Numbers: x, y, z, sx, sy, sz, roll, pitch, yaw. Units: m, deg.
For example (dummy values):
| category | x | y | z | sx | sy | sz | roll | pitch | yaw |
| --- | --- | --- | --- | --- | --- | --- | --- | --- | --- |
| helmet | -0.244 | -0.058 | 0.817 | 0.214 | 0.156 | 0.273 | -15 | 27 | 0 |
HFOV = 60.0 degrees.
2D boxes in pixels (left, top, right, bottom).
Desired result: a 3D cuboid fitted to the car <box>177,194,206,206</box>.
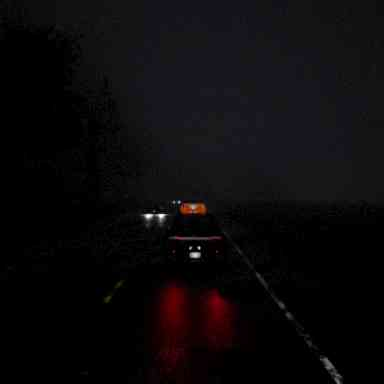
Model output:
| category | x | y | z | sx | sy | sz | roll | pitch | yaw |
| --- | --- | --- | --- | --- | --- | --- | --- | --- | --- |
| car | 0.096 | 1.229 | 27.902 | 2.097 | 1.767 | 4.553 | 0 | 0 | 0 |

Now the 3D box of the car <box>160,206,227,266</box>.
| category | x | y | z | sx | sy | sz | roll | pitch | yaw |
| --- | --- | --- | --- | --- | --- | --- | --- | --- | --- |
| car | 0.093 | 1.444 | 11.288 | 2.128 | 1.511 | 4.902 | 0 | 0 | 0 |

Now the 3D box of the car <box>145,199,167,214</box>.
| category | x | y | z | sx | sy | sz | roll | pitch | yaw |
| --- | --- | --- | --- | --- | --- | --- | --- | --- | --- |
| car | -3.592 | 1.395 | 34.192 | 2.033 | 1.411 | 5.357 | 0 | 0 | 0 |

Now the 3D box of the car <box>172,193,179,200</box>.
| category | x | y | z | sx | sy | sz | roll | pitch | yaw |
| --- | --- | --- | --- | --- | --- | --- | --- | --- | --- |
| car | -3.490 | 1.066 | 75.642 | 2.128 | 1.511 | 4.902 | 0 | 0 | 0 |
